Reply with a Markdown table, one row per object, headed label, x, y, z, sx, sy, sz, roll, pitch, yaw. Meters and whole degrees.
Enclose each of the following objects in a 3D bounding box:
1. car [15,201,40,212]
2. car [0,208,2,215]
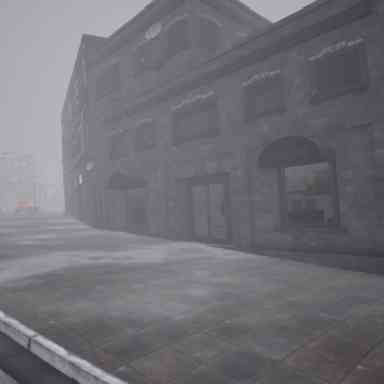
| label | x | y | z | sx | sy | sz | roll | pitch | yaw |
| --- | --- | --- | --- | --- | --- | --- | --- | --- | --- |
| car | -25.093 | 2.117 | 50.933 | 2.097 | 1.767 | 4.553 | -3 | -1 | -4 |
| car | -23.902 | 2.049 | 38.548 | 1.837 | 1.490 | 4.892 | -3 | 0 | -6 |
